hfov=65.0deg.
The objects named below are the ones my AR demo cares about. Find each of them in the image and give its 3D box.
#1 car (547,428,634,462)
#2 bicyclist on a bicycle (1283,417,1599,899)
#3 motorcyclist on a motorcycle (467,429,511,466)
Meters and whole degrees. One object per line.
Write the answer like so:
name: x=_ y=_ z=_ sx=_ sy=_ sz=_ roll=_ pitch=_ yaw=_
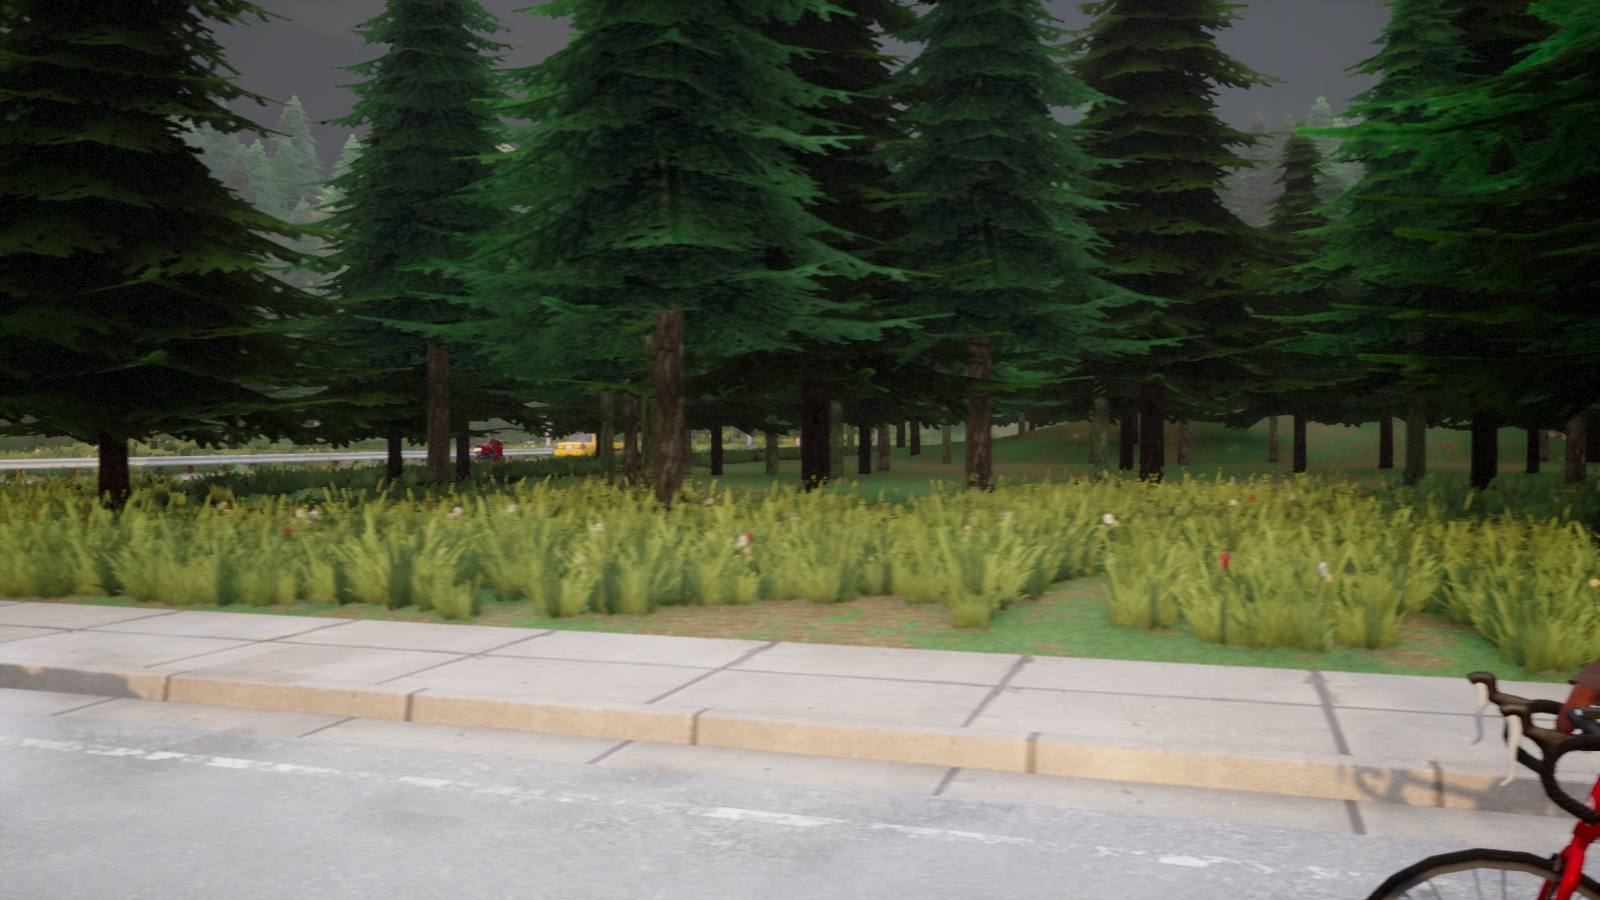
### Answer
car: x=-10.212 y=-0.288 z=61.738 sx=1.801 sy=1.575 sz=5.366 roll=1 pitch=1 yaw=20
bicyclist on a bicycle: x=1.885 y=0.745 z=2.559 sx=1.656 sy=1.620 sz=0.582 roll=0 pitch=1 yaw=19
motorcyclist on a motorcycle: x=-13.208 y=-0.123 z=53.377 sx=0.797 sy=1.523 sz=2.044 roll=1 pitch=1 yaw=19
